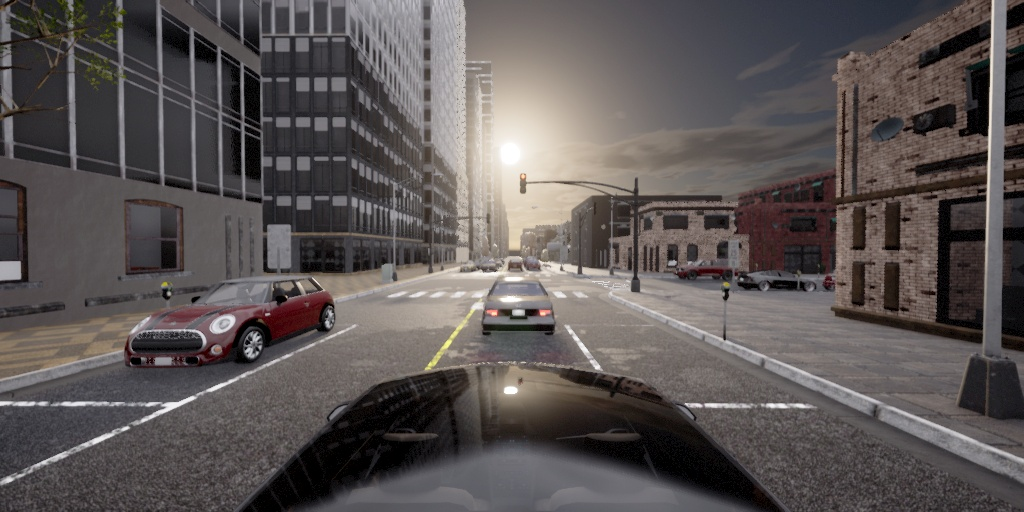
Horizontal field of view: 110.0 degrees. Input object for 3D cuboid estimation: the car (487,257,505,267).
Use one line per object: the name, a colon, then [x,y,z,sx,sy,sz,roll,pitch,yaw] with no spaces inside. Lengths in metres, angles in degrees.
car: [-2.668,1.253,61.433,2.033,1.411,5.357,0,0,1]

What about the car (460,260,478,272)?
car: [-5.537,1.241,45.599,1.751,1.417,4.829,0,0,0]

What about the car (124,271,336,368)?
car: [-5.653,1.185,7.822,1.967,1.591,4.097,0,0,0]

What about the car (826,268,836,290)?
car: [22.096,1.461,22.440,4.097,1.591,1.967,0,0,1]

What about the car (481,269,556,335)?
car: [0.157,1.290,10.385,2.033,1.411,5.357,0,0,0]

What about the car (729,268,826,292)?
car: [16.549,1.535,22.548,4.313,1.339,1.948,0,0,1]

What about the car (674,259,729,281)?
car: [16.712,1.148,30.926,5.009,1.841,2.192,0,0,1]

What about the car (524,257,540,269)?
car: [3.020,1.152,51.301,1.967,1.591,4.097,0,0,0]

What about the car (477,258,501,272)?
car: [-2.804,1.264,45.324,2.033,1.411,5.357,0,0,0]

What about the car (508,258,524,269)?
car: [0.432,1.189,51.325,1.882,1.535,5.008,0,0,0]
